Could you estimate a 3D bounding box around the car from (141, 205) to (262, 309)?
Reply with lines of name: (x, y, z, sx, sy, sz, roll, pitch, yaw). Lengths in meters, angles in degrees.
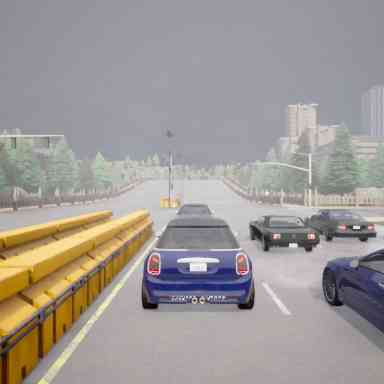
car: (0.115, 1.352, 8.013, 2.097, 1.767, 4.553, 0, 0, 0)

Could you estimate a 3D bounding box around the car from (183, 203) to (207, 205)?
car: (0.133, 1.352, 16.949, 2.097, 1.767, 4.553, 0, 0, 0)

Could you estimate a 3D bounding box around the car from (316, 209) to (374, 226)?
car: (7.108, 1.547, 16.559, 2.033, 1.411, 5.357, 0, 0, 4)

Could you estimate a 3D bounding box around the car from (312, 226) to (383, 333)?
car: (3.613, 1.526, 5.044, 1.812, 1.442, 4.674, 0, 0, 0)

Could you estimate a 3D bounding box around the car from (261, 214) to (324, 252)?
car: (3.624, 1.601, 13.984, 1.895, 1.301, 4.718, 0, 0, 1)
